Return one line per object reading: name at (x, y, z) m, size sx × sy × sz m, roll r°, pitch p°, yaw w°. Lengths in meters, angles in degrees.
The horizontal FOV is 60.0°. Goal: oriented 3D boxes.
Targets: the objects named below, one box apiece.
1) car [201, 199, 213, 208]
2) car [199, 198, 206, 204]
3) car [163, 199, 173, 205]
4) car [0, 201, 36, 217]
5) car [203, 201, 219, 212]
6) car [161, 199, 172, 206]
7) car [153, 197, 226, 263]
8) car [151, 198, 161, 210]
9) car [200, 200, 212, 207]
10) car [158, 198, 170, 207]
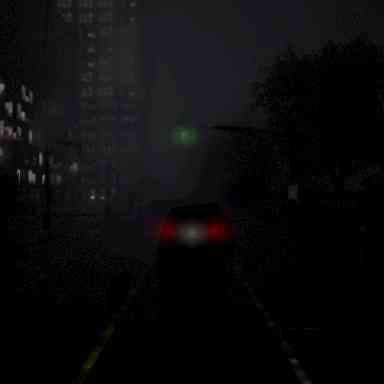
car at (2.622, 1.978, 57.797) m, size 1.967 × 1.590 × 4.097 m, roll 0°, pitch -1°, yaw 0°
car at (2.838, 2.325, 89.944) m, size 1.837 × 1.490 × 4.892 m, roll 0°, pitch 0°, yaw 0°
car at (-5.241, 2.251, 74.446) m, size 1.947 × 1.339 × 4.313 m, roll 0°, pitch -1°, yaw 0°
car at (-17.583, 1.554, 32.454) m, size 4.097 × 1.590 × 1.967 m, roll 1°, pitch -1°, yaw 1°
car at (2.612, 1.989, 46.706) m, size 2.008 × 1.369 × 4.403 m, roll 0°, pitch -1°, yaw 0°
car at (-5.247, 2.181, 68.901) m, size 1.887 × 1.381 × 4.507 m, roll 0°, pitch -1°, yaw 0°
car at (0.023, 1.347, 12.586) m, size 2.150 × 2.045 × 5.566 m, roll 0°, pitch 0°, yaw 0°
car at (-5.263, 1.803, 52.270) m, size 2.192 × 1.841 × 5.009 m, roll 0°, pitch -1°, yaw 0°
car at (2.628, 2.153, 63.341) m, size 1.947 × 1.339 × 4.313 m, roll 0°, pitch -1°, yaw 0°
car at (-5.252, 2.027, 63.358) m, size 1.967 × 1.590 × 4.097 m, roll 0°, pitch -1°, yaw 0°
